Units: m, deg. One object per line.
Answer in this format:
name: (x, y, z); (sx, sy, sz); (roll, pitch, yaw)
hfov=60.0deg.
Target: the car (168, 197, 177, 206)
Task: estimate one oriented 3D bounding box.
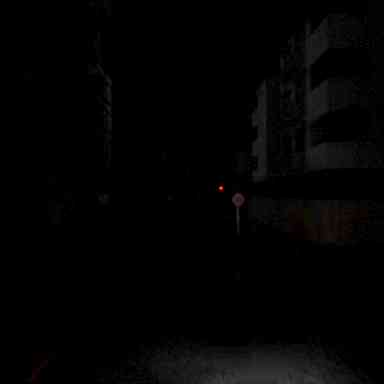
car: (-4.047, 2.407, 69.796); (2.033, 1.411, 5.357); (0, -1, 0)
